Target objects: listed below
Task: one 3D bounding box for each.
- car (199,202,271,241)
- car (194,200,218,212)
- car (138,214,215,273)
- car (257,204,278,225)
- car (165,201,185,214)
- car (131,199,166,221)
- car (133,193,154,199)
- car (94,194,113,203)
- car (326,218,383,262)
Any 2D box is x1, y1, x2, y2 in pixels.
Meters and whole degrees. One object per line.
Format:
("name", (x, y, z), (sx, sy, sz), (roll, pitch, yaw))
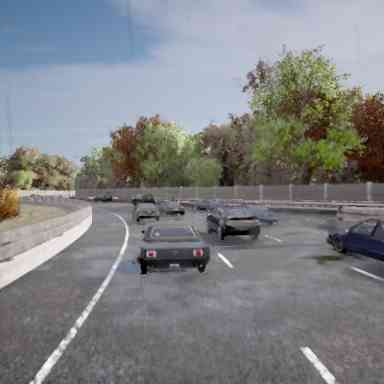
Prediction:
("car", (1.947, 1.503, 16.925), (2.128, 1.511, 4.902), (0, 0, -9))
("car", (1.935, 1.574, 38.464), (1.994, 1.385, 4.181), (0, 0, -33))
("car", (-0.696, 1.615, 10.768), (1.895, 1.301, 4.718), (0, 0, -7))
("car", (4.236, 1.563, 23.683), (2.033, 1.411, 5.357), (0, 0, -12))
("car", (-2.153, 1.607, 33.538), (1.994, 1.385, 4.181), (0, 0, -18))
("car", (-3.882, 1.590, 27.428), (2.033, 1.411, 5.357), (0, 0, -16))
("car", (-8.169, 1.261, 55.460), (2.150, 2.045, 5.566), (0, 0, -30))
("car", (-19.061, 1.364, 71.283), (2.150, 2.045, 5.566), (0, 0, -41))
("car", (6.390, 1.537, 10.586), (2.033, 1.411, 5.357), (0, 0, -7))
